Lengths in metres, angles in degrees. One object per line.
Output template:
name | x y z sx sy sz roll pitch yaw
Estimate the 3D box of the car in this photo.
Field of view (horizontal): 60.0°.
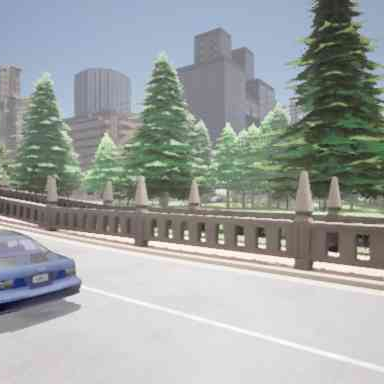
car | -4.692 1.538 7.354 5.357 1.411 2.033 1 0 36
